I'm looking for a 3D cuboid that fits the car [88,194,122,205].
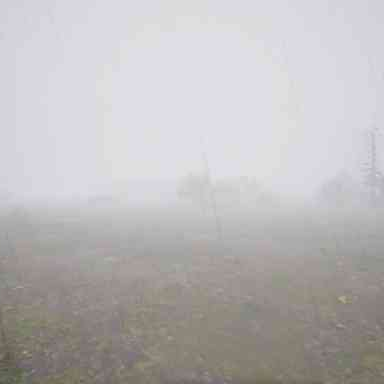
[{"bbox_3d":[-12.061,1.004,46.147,4.674,1.442,1.812,-1,0,-37],"label":"car"}]
